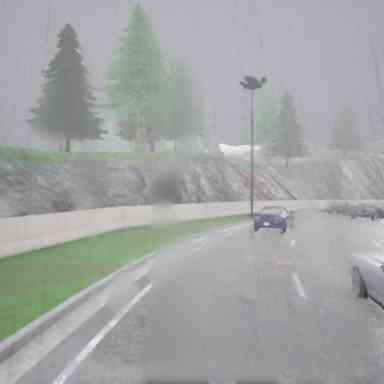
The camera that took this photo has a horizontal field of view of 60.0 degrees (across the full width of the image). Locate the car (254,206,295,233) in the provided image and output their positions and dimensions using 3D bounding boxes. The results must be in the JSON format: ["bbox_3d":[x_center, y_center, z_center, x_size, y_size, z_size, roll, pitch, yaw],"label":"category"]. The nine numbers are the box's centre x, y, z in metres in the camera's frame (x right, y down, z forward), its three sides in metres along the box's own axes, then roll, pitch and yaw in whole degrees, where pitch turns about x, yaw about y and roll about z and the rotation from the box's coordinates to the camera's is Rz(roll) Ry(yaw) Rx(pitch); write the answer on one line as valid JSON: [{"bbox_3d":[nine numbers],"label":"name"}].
[{"bbox_3d":[5.045,1.578,20.194,1.812,1.442,4.674,0,0,25],"label":"car"}]

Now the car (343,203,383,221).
[{"bbox_3d":[15.568,1.696,29.406,2.033,1.411,5.357,0,0,42],"label":"car"}]

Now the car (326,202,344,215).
[{"bbox_3d":[15.988,1.755,34.982,4.718,1.301,1.895,1,0,-43],"label":"car"}]

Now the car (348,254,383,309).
[{"bbox_3d":[4.237,1.640,5.534,1.895,1.301,4.718,0,0,8],"label":"car"}]
